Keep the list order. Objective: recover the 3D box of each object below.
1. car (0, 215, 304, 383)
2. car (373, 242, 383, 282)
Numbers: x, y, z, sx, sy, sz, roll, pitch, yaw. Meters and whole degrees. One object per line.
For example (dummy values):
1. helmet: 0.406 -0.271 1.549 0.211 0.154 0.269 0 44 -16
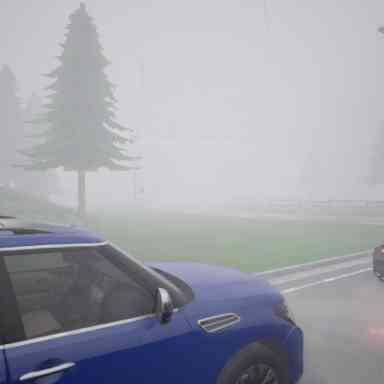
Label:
1. car: -1.504 1.222 2.674 5.566 2.045 2.150 0 0 -35
2. car: 6.434 1.505 8.362 4.892 1.490 1.837 0 0 -35
